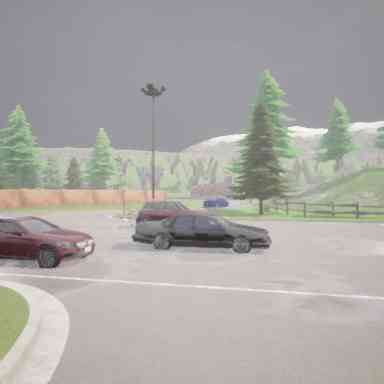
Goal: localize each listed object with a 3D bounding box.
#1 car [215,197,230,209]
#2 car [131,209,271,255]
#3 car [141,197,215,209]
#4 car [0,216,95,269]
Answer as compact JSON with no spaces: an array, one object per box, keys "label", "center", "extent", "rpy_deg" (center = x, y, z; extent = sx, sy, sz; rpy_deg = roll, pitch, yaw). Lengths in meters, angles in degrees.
[{"label":"car","center":[3.410,1.475,45.557],"extent":[1.882,1.535,5.008],"rpy_deg":[1,1,35]},{"label":"car","center":[0.356,1.547,13.129],"extent":[5.357,1.411,2.033],"rpy_deg":[0,0,13]},{"label":"car","center":[-1.137,1.351,20.634],"extent":[4.553,1.767,2.097],"rpy_deg":[0,0,13]},{"label":"car","center":[-5.512,1.525,10.858],"extent":[4.674,1.442,1.812],"rpy_deg":[0,0,13]}]
